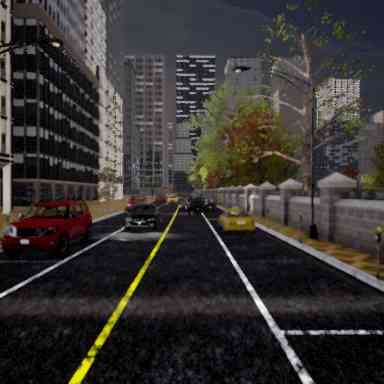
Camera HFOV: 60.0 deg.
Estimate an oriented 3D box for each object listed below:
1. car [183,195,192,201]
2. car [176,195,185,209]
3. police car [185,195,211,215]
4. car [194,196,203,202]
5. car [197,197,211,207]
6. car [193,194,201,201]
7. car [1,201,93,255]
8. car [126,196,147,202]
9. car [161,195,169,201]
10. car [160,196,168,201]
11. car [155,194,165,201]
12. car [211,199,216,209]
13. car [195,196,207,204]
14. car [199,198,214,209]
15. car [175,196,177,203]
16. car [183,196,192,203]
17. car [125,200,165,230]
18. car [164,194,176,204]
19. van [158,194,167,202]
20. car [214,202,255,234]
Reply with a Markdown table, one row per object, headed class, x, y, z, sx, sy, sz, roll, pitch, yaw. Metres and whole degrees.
| class | x | y | z | sx | sy | sz | roll | pitch | yaw |
| --- | --- | --- | --- | --- | --- | --- | --- | --- | --- |
| car | -1.181 | 1.362 | 78.478 | 2.033 | 1.411 | 5.357 | 0 | 0 | -1 |
| car | -0.271 | 1.492 | 43.245 | 1.837 | 1.490 | 4.892 | 0 | 0 | -16 |
| police car | 0.516 | 1.418 | 33.633 | 1.930 | 1.638 | 5.238 | 0 | 0 | -1 |
| car | 1.460 | 1.548 | 74.476 | 1.802 | 1.307 | 4.206 | 0 | 0 | -1 |
| car | 1.894 | 1.548 | 52.281 | 1.947 | 1.339 | 4.313 | 0 | 0 | -1 |
| car | 1.242 | 1.395 | 85.574 | 1.967 | 1.590 | 4.097 | 0 | 0 | -1 |
| car | -5.513 | 1.315 | 13.434 | 2.192 | 1.841 | 5.009 | 0 | 0 | 0 |
| car | -5.808 | 1.308 | 35.628 | 2.192 | 1.841 | 5.009 | 0 | 0 | -1 |
| car | -6.779 | 1.482 | 85.320 | 1.752 | 1.417 | 4.829 | 0 | 0 | -1 |
| car | -6.674 | 1.544 | 79.950 | 1.802 | 1.307 | 4.206 | 0 | 0 | -1 |
| car | -6.458 | 1.287 | 68.870 | 2.192 | 1.841 | 5.009 | 0 | 0 | -1 |
| car | 2.112 | 1.539 | 41.184 | 2.008 | 1.369 | 4.403 | 0 | 0 | -1 |
| car | 1.677 | 1.541 | 63.379 | 1.947 | 1.339 | 4.313 | 0 | 0 | -1 |
| car | 2.003 | 1.567 | 46.733 | 1.802 | 1.307 | 4.206 | 0 | 0 | -1 |
| car | -0.464 | 1.489 | 49.836 | 1.837 | 1.490 | 4.892 | 0 | 0 | 16 |
| car | -0.959 | 1.493 | 67.056 | 1.812 | 1.442 | 4.674 | 0 | 0 | -1 |
| car | -2.981 | 1.503 | 21.062 | 1.837 | 1.490 | 4.892 | 0 | 0 | -1 |
| car | -3.662 | 1.453 | 63.389 | 1.882 | 1.535 | 5.008 | 0 | 0 | -1 |
| van | -6.566 | 1.308 | 74.410 | 1.690 | 1.788 | 3.998 | 0 | 0 | -1 |
| car | 2.461 | 1.523 | 19.164 | 1.752 | 1.417 | 4.829 | 0 | 0 | -1 |
